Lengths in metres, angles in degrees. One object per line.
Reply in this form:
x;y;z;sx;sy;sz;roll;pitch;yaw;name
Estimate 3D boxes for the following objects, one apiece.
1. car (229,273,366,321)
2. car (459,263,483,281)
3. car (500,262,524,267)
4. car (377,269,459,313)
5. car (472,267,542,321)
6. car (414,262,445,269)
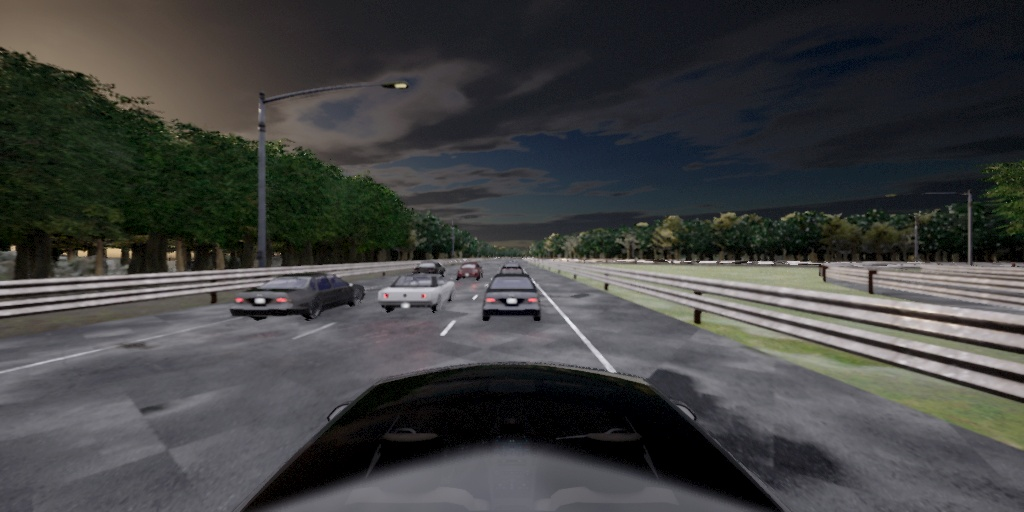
-6.997;1.294;12.481;2.033;1.411;5.357;0;0;0;car
-3.500;1.275;30.349;1.812;1.442;4.674;0;0;0;car
-0.004;1.241;29.654;2.128;1.511;4.902;0;0;0;car
-3.482;1.347;14.029;1.895;1.301;4.718;0;0;0;car
0.003;1.294;12.471;2.033;1.411;5.357;0;0;0;car
-6.995;1.222;30.847;1.882;1.535;5.008;0;1;0;car
